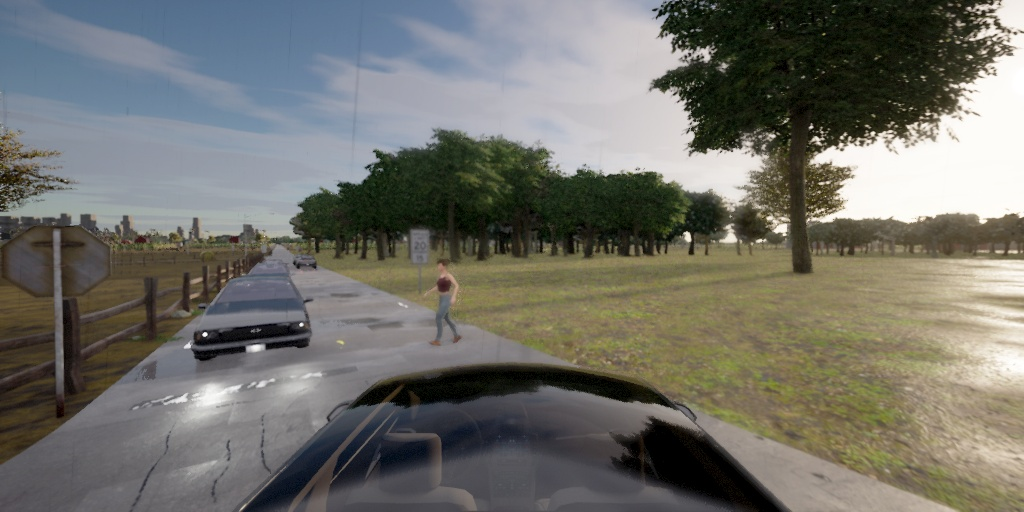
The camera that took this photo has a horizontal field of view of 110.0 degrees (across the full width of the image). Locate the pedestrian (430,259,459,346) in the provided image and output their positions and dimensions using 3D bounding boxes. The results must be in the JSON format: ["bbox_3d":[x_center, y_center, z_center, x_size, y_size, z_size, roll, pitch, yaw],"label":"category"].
[{"bbox_3d":[-1.434,0.964,7.632,0.375,1.860,0.375,-1,1,-33],"label":"pedestrian"}]

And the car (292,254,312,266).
[{"bbox_3d":[-29.082,0.502,49.477,2.128,1.511,4.902,-1,1,-33],"label":"car"}]

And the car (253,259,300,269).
[{"bbox_3d":[-11.633,1.079,17.254,2.033,1.411,5.357,-1,1,-33],"label":"car"}]

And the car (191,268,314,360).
[{"bbox_3d":[-5.967,1.210,8.552,2.033,1.411,5.357,-1,1,-33],"label":"car"}]

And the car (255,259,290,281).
[{"bbox_3d":[-17.732,0.953,26.642,1.994,1.385,4.181,-1,1,-33],"label":"car"}]

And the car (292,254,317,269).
[{"bbox_3d":[-23.332,0.656,40.641,2.128,1.511,4.902,-1,1,-33],"label":"car"}]
